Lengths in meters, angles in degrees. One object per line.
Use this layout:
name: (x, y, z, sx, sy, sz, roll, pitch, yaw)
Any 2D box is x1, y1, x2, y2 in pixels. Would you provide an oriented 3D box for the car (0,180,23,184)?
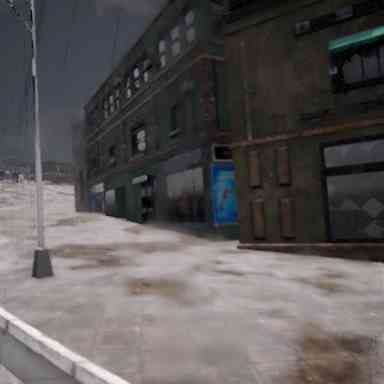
car: (-44.333, -2.129, 80.535, 2.002, 1.452, 4.674, -5, -3, 30)

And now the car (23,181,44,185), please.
car: (-41.612, -2.098, 85.371, 2.097, 1.535, 5.008, -5, -3, 29)
